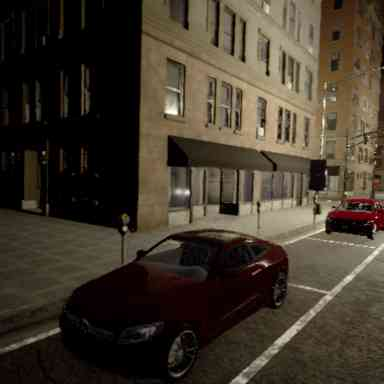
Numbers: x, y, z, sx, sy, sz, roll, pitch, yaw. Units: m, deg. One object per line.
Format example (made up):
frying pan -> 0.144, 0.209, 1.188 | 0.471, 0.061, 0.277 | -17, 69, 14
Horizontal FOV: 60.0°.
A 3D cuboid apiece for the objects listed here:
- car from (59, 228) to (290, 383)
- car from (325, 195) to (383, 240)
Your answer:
car -> 0.138, 1.281, 5.089 | 1.802, 1.307, 4.206 | 4, 4, 38
car -> 6.913, 0.969, 13.778 | 1.887, 1.381, 4.507 | 4, 4, 38
